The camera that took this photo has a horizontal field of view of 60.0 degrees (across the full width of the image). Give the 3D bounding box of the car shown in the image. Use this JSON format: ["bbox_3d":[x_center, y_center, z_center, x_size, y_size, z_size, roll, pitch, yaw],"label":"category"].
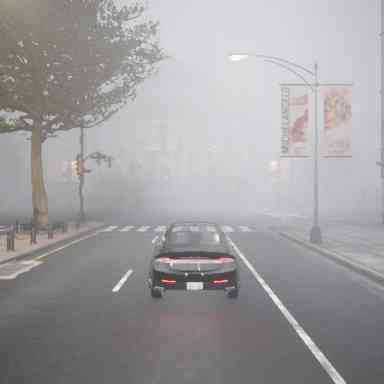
[{"bbox_3d":[0.064,1.491,8.465,2.128,1.511,4.902,0,0,0],"label":"car"}]
